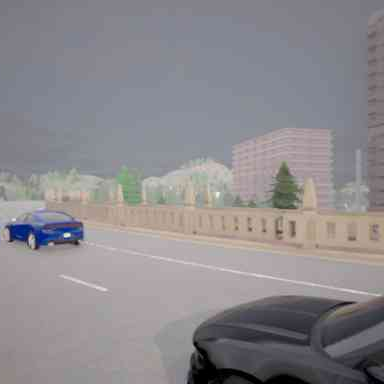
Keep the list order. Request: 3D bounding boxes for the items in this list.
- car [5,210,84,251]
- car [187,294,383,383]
[{"bbox_3d":[-6.594,1.529,14.631,5.008,1.535,1.882,0,0,45],"label":"car"},{"bbox_3d":[2.263,1.494,2.505,5.008,1.535,1.882,0,0,35],"label":"car"}]
